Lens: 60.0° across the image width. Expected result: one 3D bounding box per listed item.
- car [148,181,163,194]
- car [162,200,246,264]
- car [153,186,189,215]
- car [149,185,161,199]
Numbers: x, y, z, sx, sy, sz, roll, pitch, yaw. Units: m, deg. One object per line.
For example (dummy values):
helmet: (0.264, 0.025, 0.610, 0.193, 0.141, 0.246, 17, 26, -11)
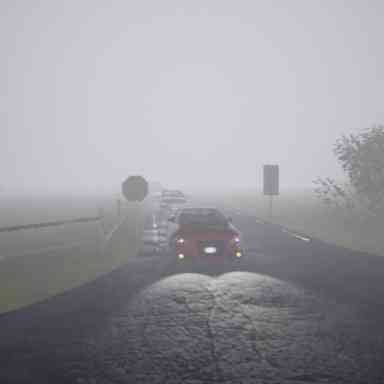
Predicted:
car: (-5.815, -0.674, 51.097, 2.150, 2.045, 5.566, 0, 2, -11)
car: (0.221, 1.157, 10.075, 1.994, 1.385, 4.181, 0, 2, -7)
car: (-1.328, 0.622, 22.064, 2.128, 1.511, 4.902, 0, 2, -8)
car: (-3.183, 0.230, 35.115, 1.895, 1.301, 4.718, 0, 2, -9)
